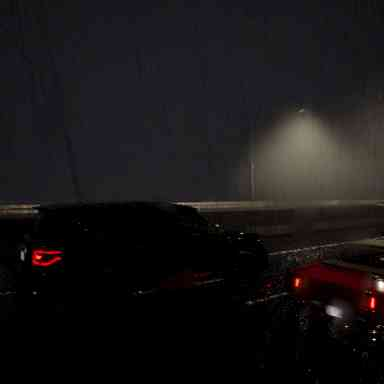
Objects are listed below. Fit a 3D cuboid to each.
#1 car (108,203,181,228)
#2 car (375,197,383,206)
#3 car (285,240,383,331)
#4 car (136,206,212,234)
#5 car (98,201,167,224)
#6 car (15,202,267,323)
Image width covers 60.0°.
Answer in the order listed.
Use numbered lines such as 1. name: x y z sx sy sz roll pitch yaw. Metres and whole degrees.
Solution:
1. car: -3.205 1.576 23.046 4.674 1.442 1.812 0 0 -35
2. car: 29.576 1.526 49.329 5.566 2.045 2.150 0 0 -33
3. car: 4.098 1.636 6.585 4.718 1.301 1.895 0 0 -35
4. car: -1.075 1.616 20.263 4.181 1.385 1.994 0 0 -35
5. car: -4.672 1.545 26.287 4.902 1.511 2.128 0 0 -35
6. car: -0.805 1.238 7.437 5.566 2.045 2.150 0 0 -35
